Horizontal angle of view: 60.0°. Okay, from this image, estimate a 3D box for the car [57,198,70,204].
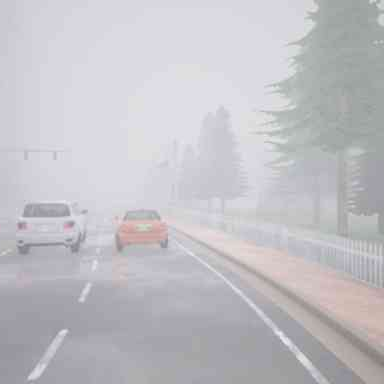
[{"bbox_3d":[-33.188,2.391,85.888,1.994,1.385,4.181,0,-1,-38],"label":"car"}]

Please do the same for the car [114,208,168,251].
[{"bbox_3d":[-2.425,1.496,15.196,2.097,1.767,4.553,0,-1,-14],"label":"car"}]

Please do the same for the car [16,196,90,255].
[{"bbox_3d":[-5.811,1.357,14.303,2.150,2.045,5.566,0,0,-14],"label":"car"}]

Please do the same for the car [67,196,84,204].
[{"bbox_3d":[-31.221,2.091,88.970,2.150,2.045,5.566,0,-1,-43],"label":"car"}]
